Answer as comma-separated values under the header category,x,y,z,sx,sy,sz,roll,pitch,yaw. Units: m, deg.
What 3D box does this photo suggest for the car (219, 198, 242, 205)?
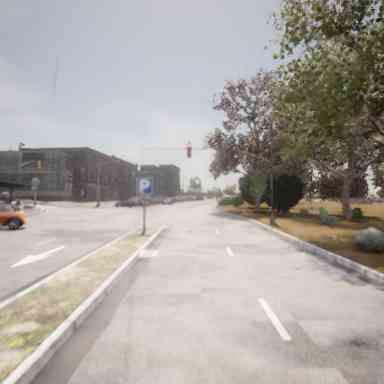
category,x,y,z,sx,sy,sz,roll,pitch,yaw
car,8.681,2.119,74.594,4.674,1.452,2.002,1,-1,-13

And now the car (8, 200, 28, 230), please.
category,x,y,z,sx,sy,sz,roll,pitch,yaw
car,-13.639,1.649,22.383,4.553,1.767,2.185,-1,-1,-19

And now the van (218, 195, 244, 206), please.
category,x,y,z,sx,sy,sz,roll,pitch,yaw
van,7.252,1.732,62.795,4.442,1.987,1.878,1,0,-14

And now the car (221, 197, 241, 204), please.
category,x,y,z,sx,sy,sz,roll,pitch,yaw
car,9.418,2.012,80.463,4.553,1.767,2.185,1,-1,-12

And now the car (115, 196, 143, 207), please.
category,x,y,z,sx,sy,sz,roll,pitch,yaw
car,-11.474,2.018,60.188,4.792,1.488,2.163,-1,0,-15

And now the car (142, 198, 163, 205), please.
category,x,y,z,sx,sy,sz,roll,pitch,yaw
car,-9.307,2.215,78.140,4.674,1.452,2.002,-1,-1,-13

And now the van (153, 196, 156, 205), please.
category,x,y,z,sx,sy,sz,roll,pitch,yaw
van,-10.275,1.851,69.175,4.442,1.987,1.878,-1,-1,-14

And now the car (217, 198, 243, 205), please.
category,x,y,z,sx,sy,sz,roll,pitch,yaw
car,8.149,2.043,71.607,5.366,1.575,1.946,1,0,-13

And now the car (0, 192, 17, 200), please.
category,x,y,z,sx,sy,sz,roll,pitch,yaw
car,-28.191,0.696,51.062,2.002,1.452,4.674,6,-3,-19

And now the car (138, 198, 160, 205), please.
category,x,y,z,sx,sy,sz,roll,pitch,yaw
car,-9.677,2.183,75.139,4.674,1.452,2.002,-1,0,-13

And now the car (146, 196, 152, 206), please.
category,x,y,z,sx,sy,sz,roll,pitch,yaw
car,-10.831,2.008,63.181,5.366,1.575,1.946,-1,-1,-15

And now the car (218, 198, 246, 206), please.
category,x,y,z,sx,sy,sz,roll,pitch,yaw
car,8.169,2.018,68.756,5.366,1.575,1.946,1,-1,-13

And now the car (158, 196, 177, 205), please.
category,x,y,z,sx,sy,sz,roll,pitch,yaw
car,-5.227,2.137,72.256,2.128,1.511,4.902,0,-1,7

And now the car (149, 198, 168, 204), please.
category,x,y,z,sx,sy,sz,roll,pitch,yaw
car,-8.494,2.279,84.122,4.674,1.452,2.002,-1,0,-12

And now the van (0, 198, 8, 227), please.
category,x,y,z,sx,sy,sz,roll,pitch,yaw
van,-13.613,1.509,19.406,4.442,1.987,1.878,-1,-1,-19

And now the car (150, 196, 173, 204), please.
category,x,y,z,sx,sy,sz,roll,pitch,yaw
car,-8.045,2.020,87.132,5.566,2.045,2.435,-1,-1,-12

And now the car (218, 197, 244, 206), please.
category,x,y,z,sx,sy,sz,roll,pitch,yaw
car,7.634,1.863,65.763,4.553,1.767,2.185,1,-1,-14

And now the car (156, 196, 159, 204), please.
category,x,y,z,sx,sy,sz,roll,pitch,yaw
car,-10.048,2.112,72.144,4.892,1.521,2.231,-1,-1,-14
